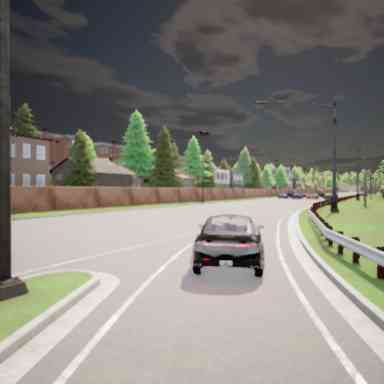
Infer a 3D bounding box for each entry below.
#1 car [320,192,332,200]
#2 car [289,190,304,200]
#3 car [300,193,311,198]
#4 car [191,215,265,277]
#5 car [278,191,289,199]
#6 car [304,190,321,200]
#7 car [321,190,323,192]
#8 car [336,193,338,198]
[{"bbox_3d":[31.966,1.160,77.927,1.895,1.301,4.718,0,0,29],"label":"car"},{"bbox_3d":[25.638,1.014,80.952,1.882,1.535,5.008,0,0,29],"label":"car"},{"bbox_3d":[30.738,0.955,90.072,1.895,1.301,4.718,0,0,29],"label":"car"},{"bbox_3d":[1.161,1.429,10.104,2.128,1.511,4.902,0,0,9],"label":"car"},{"bbox_3d":[22.787,1.042,83.024,1.812,1.442,4.674,0,0,29],"label":"car"},{"bbox_3d":[28.882,0.905,79.581,2.097,1.767,4.553,0,0,29],"label":"car"},{"bbox_3d":[33.793,0.600,88.362,2.150,2.045,5.566,0,0,29],"label":"car"},{"bbox_3d":[36.833,0.891,86.630,1.837,1.490,4.892,0,0,29],"label":"car"}]
